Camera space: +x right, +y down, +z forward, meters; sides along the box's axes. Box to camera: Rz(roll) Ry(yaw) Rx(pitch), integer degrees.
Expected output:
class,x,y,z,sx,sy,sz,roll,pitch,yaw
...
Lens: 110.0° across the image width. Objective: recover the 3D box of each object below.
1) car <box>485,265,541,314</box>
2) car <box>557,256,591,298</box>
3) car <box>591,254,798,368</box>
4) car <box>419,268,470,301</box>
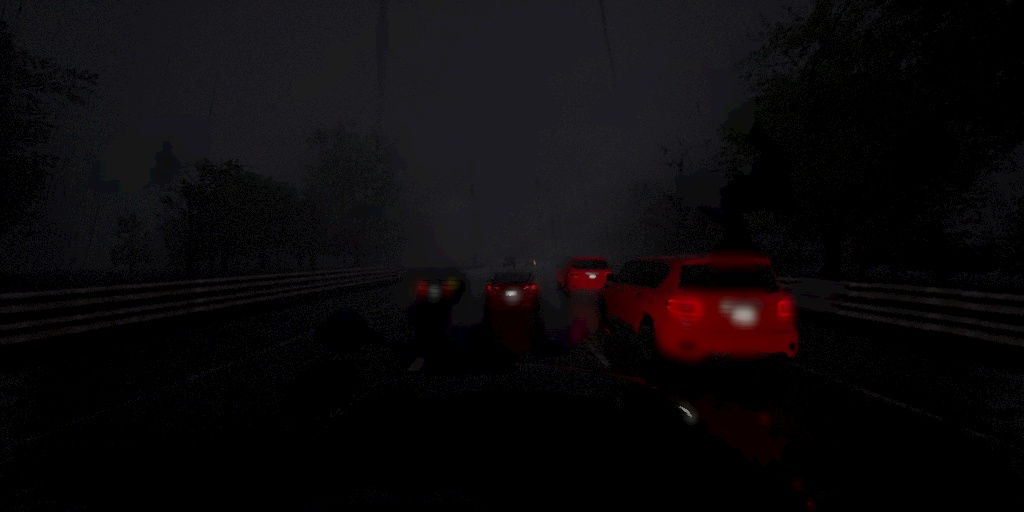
class,x,y,z,sx,sy,sz,roll,pitch,yaw
car,0.076,1.290,14.135,2.163,1.488,4.792,0,0,1
car,3.696,1.028,18.967,2.150,2.045,5.566,0,0,1
car,3.524,0.994,8.091,2.150,2.045,5.566,0,0,1
car,-3.255,1.320,17.669,1.812,1.442,4.674,0,0,1
